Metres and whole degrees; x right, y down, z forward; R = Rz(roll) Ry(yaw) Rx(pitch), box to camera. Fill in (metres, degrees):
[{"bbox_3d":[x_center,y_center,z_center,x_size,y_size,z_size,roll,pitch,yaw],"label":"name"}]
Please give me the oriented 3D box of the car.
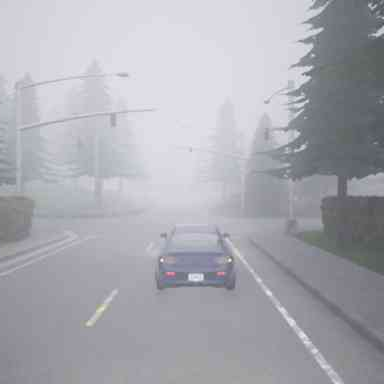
[{"bbox_3d":[0.085,1.571,9.048,1.812,1.442,4.674,0,0,0],"label":"car"}]
